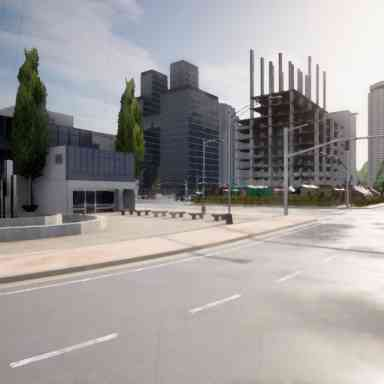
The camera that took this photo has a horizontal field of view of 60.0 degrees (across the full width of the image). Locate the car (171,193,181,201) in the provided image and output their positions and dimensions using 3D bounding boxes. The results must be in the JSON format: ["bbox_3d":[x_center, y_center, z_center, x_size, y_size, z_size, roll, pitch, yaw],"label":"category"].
[{"bbox_3d":[-2.353,1.156,76.699,1.905,1.878,3.866,0,0,37],"label":"car"}]

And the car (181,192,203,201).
[{"bbox_3d":[-0.055,1.395,74.938,1.970,1.475,3.806,0,0,37],"label":"car"}]
